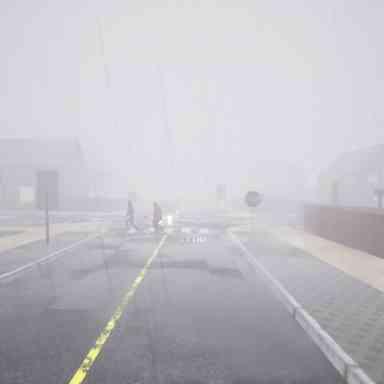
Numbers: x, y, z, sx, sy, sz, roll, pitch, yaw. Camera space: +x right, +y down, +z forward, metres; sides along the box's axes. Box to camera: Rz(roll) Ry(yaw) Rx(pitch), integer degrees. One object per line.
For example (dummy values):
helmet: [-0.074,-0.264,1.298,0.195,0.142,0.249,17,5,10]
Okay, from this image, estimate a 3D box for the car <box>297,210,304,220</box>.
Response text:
car: [11.101,1.807,27.063,4.718,1.301,1.895,1,1,0]

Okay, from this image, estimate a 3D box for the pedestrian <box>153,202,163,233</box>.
pedestrian: [-1.879,1.322,18.166,0.375,1.860,0.375,-1,1,0]

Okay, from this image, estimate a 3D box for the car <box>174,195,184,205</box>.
car: [-2.745,1.575,67.437,2.150,2.045,5.566,0,-1,0]

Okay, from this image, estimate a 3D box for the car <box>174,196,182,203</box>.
car: [-2.827,1.712,49.564,1.812,1.442,4.674,0,0,0]

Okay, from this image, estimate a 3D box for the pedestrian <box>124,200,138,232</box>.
pedestrian: [-3.434,1.324,18.765,0.375,1.860,0.375,-1,1,0]

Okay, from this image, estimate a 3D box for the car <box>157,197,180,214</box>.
car: [-2.833,1.602,37.447,2.128,1.511,4.902,0,0,0]

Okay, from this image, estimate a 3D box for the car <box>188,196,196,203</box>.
car: [0.027,1.816,79.395,1.837,1.490,4.892,0,-1,0]

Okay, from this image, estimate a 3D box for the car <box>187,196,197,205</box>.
car: [0.025,1.935,69.386,1.994,1.385,4.181,0,-1,0]

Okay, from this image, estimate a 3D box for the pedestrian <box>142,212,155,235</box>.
pedestrian: [-2.333,1.700,17.387,0.500,1.100,0.500,-1,1,0]
